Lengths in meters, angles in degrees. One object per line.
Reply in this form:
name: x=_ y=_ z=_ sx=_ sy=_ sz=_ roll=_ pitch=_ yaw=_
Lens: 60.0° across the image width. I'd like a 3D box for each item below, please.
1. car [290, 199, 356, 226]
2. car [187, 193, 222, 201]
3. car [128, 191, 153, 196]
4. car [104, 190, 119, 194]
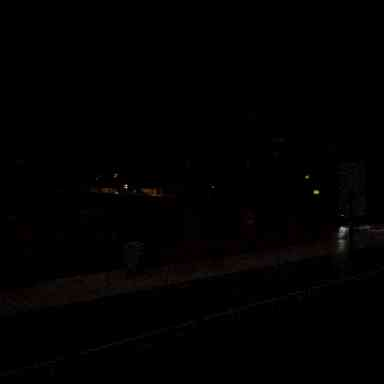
car: x=8.286 y=1.280 z=22.143 sx=1.837 sy=1.490 sz=4.892 roll=-2 pitch=2 yaw=-36
car: x=1.237 y=0.877 z=32.311 sx=2.097 sy=1.767 sz=4.553 roll=-2 pitch=2 yaw=-35
car: x=-6.106 y=0.795 z=43.010 sx=1.812 sy=1.442 sz=4.674 roll=-2 pitch=2 yaw=-35
car: x=-14.880 y=0.325 z=60.855 sx=2.128 sy=1.511 sz=4.902 roll=-2 pitch=2 yaw=-35
